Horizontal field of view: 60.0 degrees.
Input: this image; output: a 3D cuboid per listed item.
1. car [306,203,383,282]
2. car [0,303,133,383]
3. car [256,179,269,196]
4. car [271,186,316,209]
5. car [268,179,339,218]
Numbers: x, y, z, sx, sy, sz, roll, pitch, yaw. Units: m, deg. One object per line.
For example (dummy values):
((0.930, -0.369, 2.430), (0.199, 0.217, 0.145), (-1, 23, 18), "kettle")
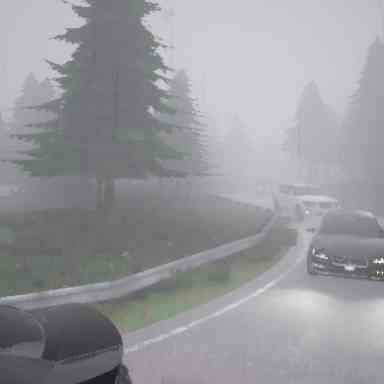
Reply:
((4.510, 1.340, 9.530), (1.837, 1.490, 4.892), (0, 2, 25), "car")
((-2.808, 1.512, 1.792), (5.008, 1.535, 1.882), (0, -1, -34), "car")
((9.331, -0.604, 41.851), (2.150, 2.045, 5.566), (1, 3, 17), "car")
((8.648, 0.408, 28.877), (1.837, 1.490, 4.892), (2, 4, -8), "car")
((6.670, 0.503, 19.915), (2.150, 2.045, 5.566), (1, 3, -6), "car")
